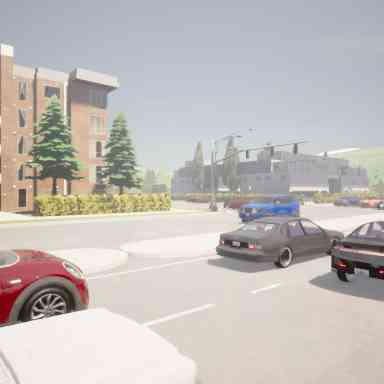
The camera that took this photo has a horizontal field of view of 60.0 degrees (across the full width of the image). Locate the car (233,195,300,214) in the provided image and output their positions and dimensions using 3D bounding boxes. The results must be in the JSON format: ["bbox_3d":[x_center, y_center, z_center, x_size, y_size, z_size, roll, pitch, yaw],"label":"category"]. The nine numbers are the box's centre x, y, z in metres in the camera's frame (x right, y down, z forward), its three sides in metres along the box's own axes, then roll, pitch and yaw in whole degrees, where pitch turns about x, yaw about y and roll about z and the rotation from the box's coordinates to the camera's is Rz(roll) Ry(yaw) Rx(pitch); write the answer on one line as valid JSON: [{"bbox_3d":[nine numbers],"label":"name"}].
[{"bbox_3d":[5.827,1.225,24.471,5.566,2.045,2.150,0,0,-42],"label":"car"}]

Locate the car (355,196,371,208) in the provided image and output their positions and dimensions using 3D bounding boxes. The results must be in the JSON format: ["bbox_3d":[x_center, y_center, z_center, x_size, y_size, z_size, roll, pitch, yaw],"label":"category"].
[{"bbox_3d":[25.454,1.355,47.092,4.553,1.767,2.097,0,0,-41],"label":"car"}]

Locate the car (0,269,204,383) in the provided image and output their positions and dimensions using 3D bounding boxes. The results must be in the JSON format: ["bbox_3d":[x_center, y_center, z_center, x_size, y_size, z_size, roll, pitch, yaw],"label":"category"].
[{"bbox_3d":[-2.155,1.601,2.028,4.718,1.301,1.895,0,0,-40],"label":"car"}]

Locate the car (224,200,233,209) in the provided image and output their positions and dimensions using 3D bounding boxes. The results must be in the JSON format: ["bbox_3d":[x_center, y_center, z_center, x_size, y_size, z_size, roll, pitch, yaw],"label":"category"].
[{"bbox_3d":[6.318,1.354,42.412,4.553,1.767,2.097,0,0,36],"label":"car"}]

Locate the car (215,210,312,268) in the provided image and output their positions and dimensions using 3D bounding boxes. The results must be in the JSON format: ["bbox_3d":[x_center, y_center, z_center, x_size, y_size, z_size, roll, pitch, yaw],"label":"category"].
[{"bbox_3d":[3.198,1.548,11.310,5.357,1.411,2.033,0,0,-40],"label":"car"}]

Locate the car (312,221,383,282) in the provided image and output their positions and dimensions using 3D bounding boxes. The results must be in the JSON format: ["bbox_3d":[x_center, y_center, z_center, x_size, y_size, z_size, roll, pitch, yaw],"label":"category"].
[{"bbox_3d":[5.447,1.492,8.627,4.902,1.511,2.128,0,0,-40],"label":"car"}]

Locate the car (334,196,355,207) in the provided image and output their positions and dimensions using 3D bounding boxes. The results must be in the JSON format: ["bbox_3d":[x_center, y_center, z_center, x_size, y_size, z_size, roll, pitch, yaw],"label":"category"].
[{"bbox_3d":[23.491,1.354,50.431,4.553,1.767,2.097,0,0,-35],"label":"car"}]

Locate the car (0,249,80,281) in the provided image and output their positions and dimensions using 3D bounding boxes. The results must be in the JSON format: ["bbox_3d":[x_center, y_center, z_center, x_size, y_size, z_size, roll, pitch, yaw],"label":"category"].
[{"bbox_3d":[-3.973,1.352,5.079,4.553,1.767,2.097,0,0,-40],"label":"car"}]

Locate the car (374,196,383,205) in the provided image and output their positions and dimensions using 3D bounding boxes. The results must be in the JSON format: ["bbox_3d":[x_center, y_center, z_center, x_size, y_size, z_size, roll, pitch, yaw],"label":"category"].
[{"bbox_3d":[34.514,1.505,59.402,4.892,1.490,1.837,-1,0,-40],"label":"car"}]

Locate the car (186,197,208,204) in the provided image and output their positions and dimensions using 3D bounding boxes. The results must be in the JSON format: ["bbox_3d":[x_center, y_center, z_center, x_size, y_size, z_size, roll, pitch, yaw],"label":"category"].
[{"bbox_3d":[0.881,1.603,64.682,1.895,1.301,4.718,0,0,-40],"label":"car"}]

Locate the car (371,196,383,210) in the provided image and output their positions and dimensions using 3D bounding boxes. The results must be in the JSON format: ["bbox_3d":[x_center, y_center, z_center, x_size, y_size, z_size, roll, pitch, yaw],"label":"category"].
[{"bbox_3d":[24.926,1.494,41.952,4.902,1.511,2.128,0,0,-42],"label":"car"}]
